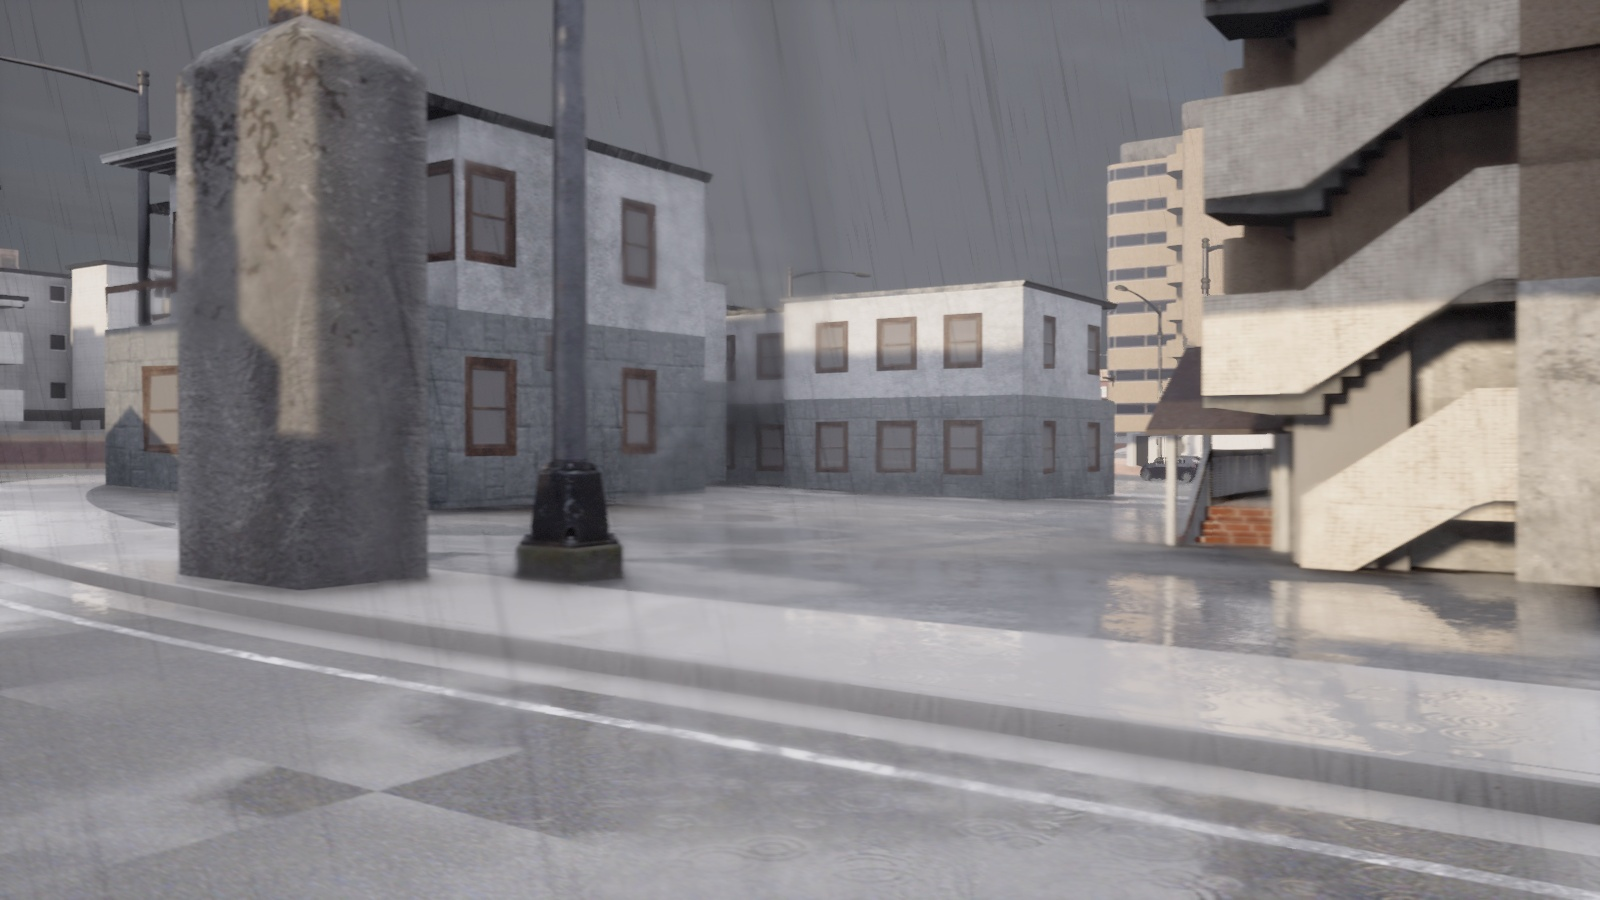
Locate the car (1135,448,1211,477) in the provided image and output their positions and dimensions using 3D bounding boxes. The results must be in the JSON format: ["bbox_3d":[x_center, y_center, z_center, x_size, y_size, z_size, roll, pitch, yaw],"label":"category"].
[{"bbox_3d":[20.723,0.692,69.813,1.845,1.501,3.633,-1,2,-43],"label":"car"}]
